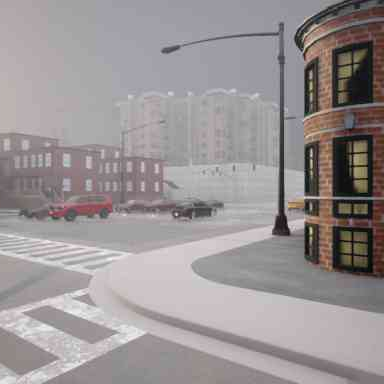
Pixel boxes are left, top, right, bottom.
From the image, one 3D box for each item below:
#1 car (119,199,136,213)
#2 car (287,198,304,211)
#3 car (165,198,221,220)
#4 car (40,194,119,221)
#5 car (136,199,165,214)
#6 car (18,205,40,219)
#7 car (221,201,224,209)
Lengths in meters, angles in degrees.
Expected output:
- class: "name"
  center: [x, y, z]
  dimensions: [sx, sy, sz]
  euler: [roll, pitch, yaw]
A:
- class: "car"
  center: [-6.460, 1.526, 37.213]
  dimensions: [1.812, 1.442, 4.674]
  euler: [0, 0, 35]
- class: "car"
  center: [13.184, 1.478, 40.296]
  dimensions: [1.882, 1.535, 5.008]
  euler: [0, 0, 36]
- class: "car"
  center: [0.195, 1.504, 28.176]
  dimensions: [1.837, 1.490, 4.892]
  euler: [0, 0, 36]
- class: "car"
  center: [-9.109, 1.221, 27.509]
  dimensions: [2.150, 2.045, 5.566]
  euler: [0, 0, 36]
- class: "car"
  center: [-3.313, 1.478, 35.610]
  dimensions: [1.882, 1.535, 5.008]
  euler: [0, 0, 36]
- class: "car"
  center: [-12.189, 1.547, 29.221]
  dimensions: [2.033, 1.411, 5.357]
  euler: [0, 0, 36]
- class: "car"
  center: [2.538, 1.564, 43.761]
  dimensions: [1.994, 1.385, 4.181]
  euler: [0, 0, 35]
